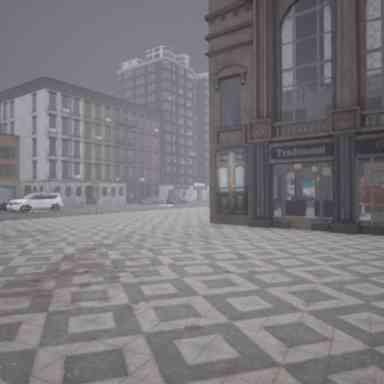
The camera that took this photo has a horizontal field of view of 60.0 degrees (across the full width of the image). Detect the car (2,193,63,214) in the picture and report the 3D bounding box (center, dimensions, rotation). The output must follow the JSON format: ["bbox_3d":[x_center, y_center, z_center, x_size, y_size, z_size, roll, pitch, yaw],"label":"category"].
[{"bbox_3d":[-16.582,1.155,35.503,2.150,2.045,5.566,0,0,36],"label":"car"}]

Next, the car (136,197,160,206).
[{"bbox_3d":[-7.194,1.478,54.130,1.994,1.385,4.181,0,0,36],"label":"car"}]

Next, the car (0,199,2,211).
[{"bbox_3d":[-20.656,1.439,35.392,1.882,1.535,5.008,0,0,36],"label":"car"}]

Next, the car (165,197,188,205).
[{"bbox_3d":[-2.518,1.449,55.033,1.994,1.385,4.181,0,0,36],"label":"car"}]
